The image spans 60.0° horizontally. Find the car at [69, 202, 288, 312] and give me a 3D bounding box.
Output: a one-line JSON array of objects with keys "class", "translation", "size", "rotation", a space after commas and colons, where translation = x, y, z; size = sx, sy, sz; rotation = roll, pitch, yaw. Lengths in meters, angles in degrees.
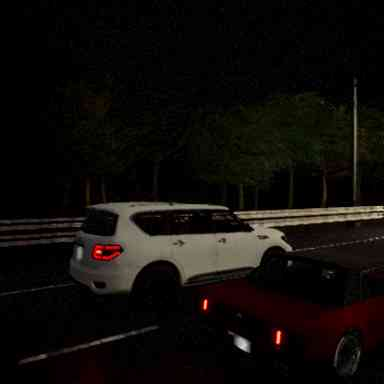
[{"class": "car", "translation": [-0.013, 1.265, 8.042], "size": [5.566, 2.045, 2.150], "rotation": [1, 0, -36]}]

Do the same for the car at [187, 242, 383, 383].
[{"class": "car", "translation": [2.438, 1.648, 5.491], "size": [4.718, 1.301, 1.895], "rotation": [1, 0, -36]}]
